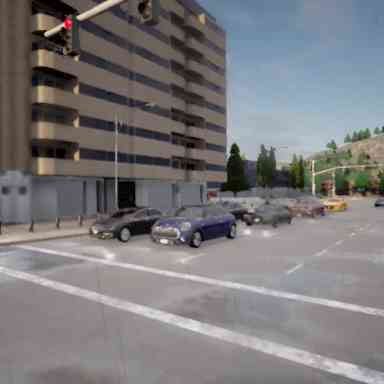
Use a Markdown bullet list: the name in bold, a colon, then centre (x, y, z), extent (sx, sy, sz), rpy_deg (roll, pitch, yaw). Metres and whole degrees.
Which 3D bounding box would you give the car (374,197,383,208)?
- **car**: centre (26.443, 1.418, 45.879), extent (1.994, 1.385, 4.181), rpy_deg (0, 0, 35)

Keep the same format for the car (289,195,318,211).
- **car**: centre (13.377, 1.284, 39.775), extent (2.097, 1.767, 4.553), rpy_deg (0, 0, 36)

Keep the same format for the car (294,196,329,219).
- **car**: centre (10.061, 1.302, 29.045), extent (2.097, 1.767, 4.553), rpy_deg (0, 0, 35)

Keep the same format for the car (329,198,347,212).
- **car**: centre (16.091, 1.393, 37.551), extent (1.882, 1.535, 5.008), rpy_deg (0, 0, 35)

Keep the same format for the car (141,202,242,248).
- **car**: centre (0.172, 1.360, 15.020), extent (2.097, 1.767, 4.553), rpy_deg (0, 0, 35)

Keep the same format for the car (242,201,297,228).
- **car**: centre (5.145, 1.543, 22.069), extent (1.994, 1.385, 4.181), rpy_deg (0, 0, 36)

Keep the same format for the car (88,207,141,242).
- **car**: centre (-2.898, 1.531, 16.738), extent (1.837, 1.490, 4.892), rpy_deg (0, 0, 35)

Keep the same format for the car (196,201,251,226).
- **car**: centre (2.410, 1.500, 24.272), extent (1.837, 1.490, 4.892), rpy_deg (0, 0, 35)
